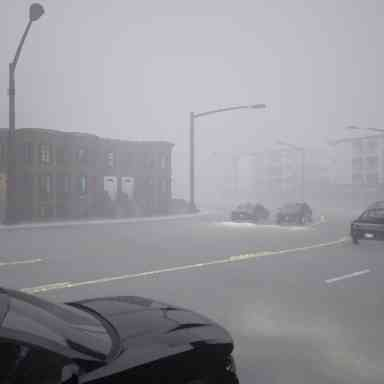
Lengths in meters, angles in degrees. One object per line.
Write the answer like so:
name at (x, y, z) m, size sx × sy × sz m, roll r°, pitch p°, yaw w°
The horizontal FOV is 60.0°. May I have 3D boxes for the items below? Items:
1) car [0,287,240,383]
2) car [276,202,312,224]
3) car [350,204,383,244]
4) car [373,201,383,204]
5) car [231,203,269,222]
car at (-1.850, 1.477, 2.421) m, size 5.008 × 1.535 × 1.882 m, roll 0°, pitch 0°, yaw -35°
car at (7.719, 1.561, 24.874) m, size 1.837 × 1.490 × 4.892 m, roll 0°, pitch 0°, yaw 30°
car at (8.658, 1.496, 14.749) m, size 4.902 × 1.511 × 2.128 m, roll 0°, pitch 0°, yaw -45°
car at (17.316, 1.564, 30.148) m, size 2.033 × 1.411 × 5.357 m, roll 0°, pitch 0°, yaw 14°
car at (4.700, 1.600, 26.645) m, size 1.994 × 1.385 × 4.181 m, roll 0°, pitch 0°, yaw 30°
